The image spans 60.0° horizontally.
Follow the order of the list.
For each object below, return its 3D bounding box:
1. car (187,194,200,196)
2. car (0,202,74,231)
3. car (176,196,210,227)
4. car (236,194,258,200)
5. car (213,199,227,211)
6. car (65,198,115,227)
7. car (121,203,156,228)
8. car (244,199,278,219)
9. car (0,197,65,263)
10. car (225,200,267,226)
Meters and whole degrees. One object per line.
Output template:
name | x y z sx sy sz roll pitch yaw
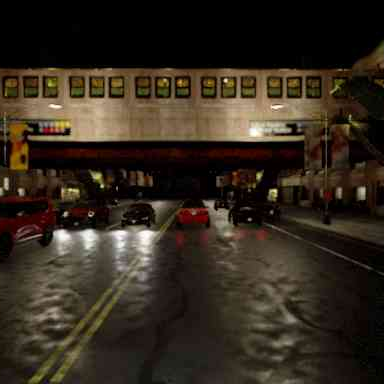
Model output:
car | 0.221 1.240 44.362 2.150 2.045 5.566 0 0 0
car | -10.004 1.491 21.788 2.231 1.521 4.892 0 0 10
car | 0.107 1.363 23.013 2.097 1.767 4.553 0 0 0
car | 6.681 1.248 40.413 2.435 2.045 5.566 0 0 0
car | 3.710 1.567 41.898 2.033 1.411 5.357 0 0 0
car | -7.026 1.362 22.531 2.097 1.767 4.553 0 0 1
car | -3.499 1.551 22.450 1.837 1.490 4.892 0 0 0
car | 6.726 1.611 33.017 1.895 1.301 4.718 0 0 0
car | -7.036 1.227 12.399 2.150 2.045 5.566 0 0 1
car | 3.607 1.537 23.093 1.812 1.442 4.674 0 0 0
